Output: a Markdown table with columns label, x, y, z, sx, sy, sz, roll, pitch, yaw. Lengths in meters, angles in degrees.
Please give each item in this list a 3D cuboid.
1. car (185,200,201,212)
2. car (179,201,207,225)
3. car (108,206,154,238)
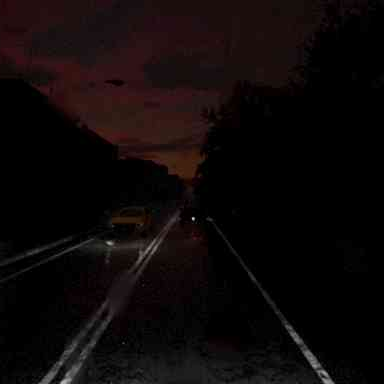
| label | x | y | z | sx | sy | sz | roll | pitch | yaw |
| --- | --- | --- | --- | --- | --- | --- | --- | --- | --- |
| car | 0.090 | 1.766 | 41.810 | 1.895 | 1.301 | 4.718 | 0 | 0 | 0 |
| car | 0.094 | 1.605 | 25.267 | 1.837 | 1.490 | 4.892 | 0 | -1 | 0 |
| car | -3.260 | 1.554 | 18.494 | 1.882 | 1.535 | 5.008 | 0 | -1 | 0 |
